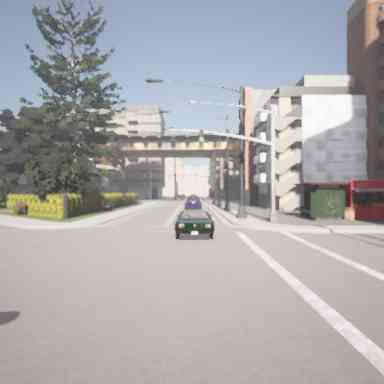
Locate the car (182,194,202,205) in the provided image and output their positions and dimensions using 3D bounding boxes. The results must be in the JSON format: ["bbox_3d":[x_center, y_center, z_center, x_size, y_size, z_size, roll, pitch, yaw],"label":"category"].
[{"bbox_3d":[0.152,1.318,41.690,2.097,1.767,4.553,0,0,0],"label":"car"}]

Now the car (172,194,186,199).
[{"bbox_3d":[-3.509,1.261,88.226,1.853,1.218,4.536,0,0,25],"label":"car"}]

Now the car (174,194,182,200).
[{"bbox_3d":[-3.530,1.419,88.178,2.038,1.542,4.974,0,0,25],"label":"car"}]

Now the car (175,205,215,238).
[{"bbox_3d":[0.127,1.591,17.493,1.895,1.301,4.718,0,0,0],"label":"car"}]

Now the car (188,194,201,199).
[{"bbox_3d":[0.611,1.251,87.914,1.853,1.218,4.536,0,0,-20],"label":"car"}]

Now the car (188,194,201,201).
[{"bbox_3d":[0.630,1.408,87.865,2.038,1.542,4.974,0,0,-20],"label":"car"}]
